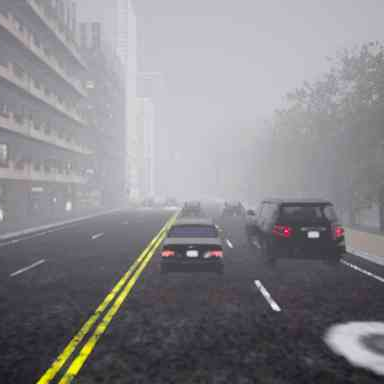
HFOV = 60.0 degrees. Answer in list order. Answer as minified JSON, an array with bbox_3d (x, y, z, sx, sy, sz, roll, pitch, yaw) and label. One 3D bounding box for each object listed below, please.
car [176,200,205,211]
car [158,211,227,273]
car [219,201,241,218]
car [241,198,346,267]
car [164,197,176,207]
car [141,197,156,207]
[{"bbox_3d":[0.055,1.506,27.770,2.128,1.511,4.902,0,0,1],"label":"car"},{"bbox_3d":[0.029,1.552,10.610,2.033,1.411,5.357,0,0,1],"label":"car"},{"bbox_3d":[3.304,1.506,27.763,2.128,1.511,4.902,0,0,1],"label":"car"},{"bbox_3d":[3.291,1.228,11.618,2.150,2.045,5.566,0,0,1],"label":"car"},{"bbox_3d":[-3.315,1.528,52.093,2.128,1.511,4.902,0,0,0],"label":"car"},{"bbox_3d":[-6.569,1.527,50.952,2.128,1.511,4.902,0,0,0],"label":"car"}]
